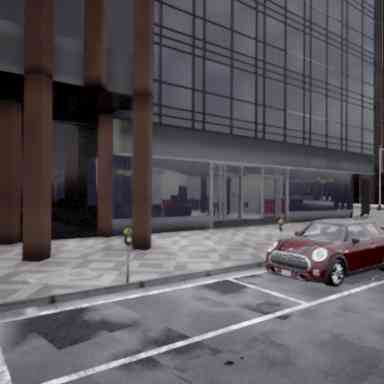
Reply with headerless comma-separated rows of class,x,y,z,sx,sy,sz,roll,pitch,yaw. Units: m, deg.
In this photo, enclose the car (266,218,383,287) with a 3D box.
car,3.993,1.520,9.497,4.097,1.590,1.967,1,0,-35
